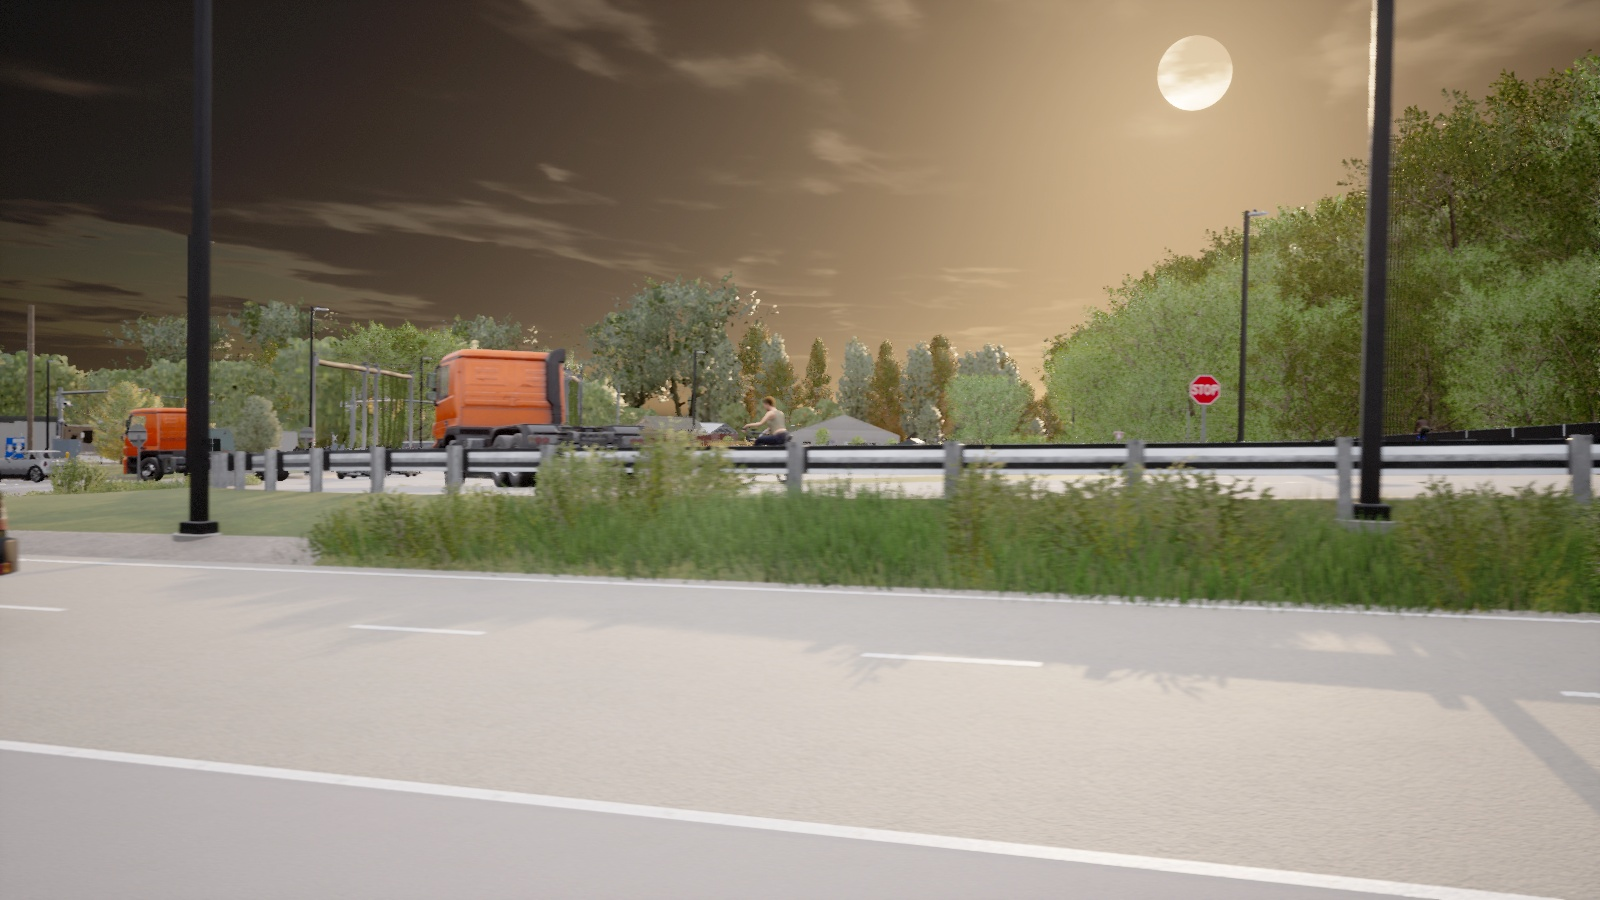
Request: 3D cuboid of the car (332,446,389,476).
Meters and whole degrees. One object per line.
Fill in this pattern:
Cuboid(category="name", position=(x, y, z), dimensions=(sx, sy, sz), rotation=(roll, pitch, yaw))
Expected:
Cuboid(category="car", position=(-22.970, 0.575, 65.811), dimensions=(1.970, 1.475, 3.806), rotation=(1, -1, -6))

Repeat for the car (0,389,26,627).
Cuboid(category="car", position=(-8.646, 0.446, 9.793), dimensions=(4.605, 1.855, 1.932), rotation=(1, 1, 19))

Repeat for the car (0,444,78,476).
Cuboid(category="car", position=(-36.631, 0.442, 59.676), dimensions=(3.806, 1.475, 1.970), rotation=(0, 1, 18))

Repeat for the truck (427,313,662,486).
Cuboid(category="truck", position=(-6.197, -0.915, 29.259), dimensions=(2.891, 3.462, 7.936), rotation=(1, -2, -31))

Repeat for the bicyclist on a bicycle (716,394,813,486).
Cuboid(category="bicyclist on a bicycle", position=(-0.649, -0.163, 22.623), dimensions=(1.509, 1.612, 0.866), rotation=(-1, -1, 35))

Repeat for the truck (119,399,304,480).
Cuboid(category="truck", position=(-26.368, -0.479, 56.257), dimensions=(7.936, 3.462, 2.891), rotation=(0, 1, 22))
